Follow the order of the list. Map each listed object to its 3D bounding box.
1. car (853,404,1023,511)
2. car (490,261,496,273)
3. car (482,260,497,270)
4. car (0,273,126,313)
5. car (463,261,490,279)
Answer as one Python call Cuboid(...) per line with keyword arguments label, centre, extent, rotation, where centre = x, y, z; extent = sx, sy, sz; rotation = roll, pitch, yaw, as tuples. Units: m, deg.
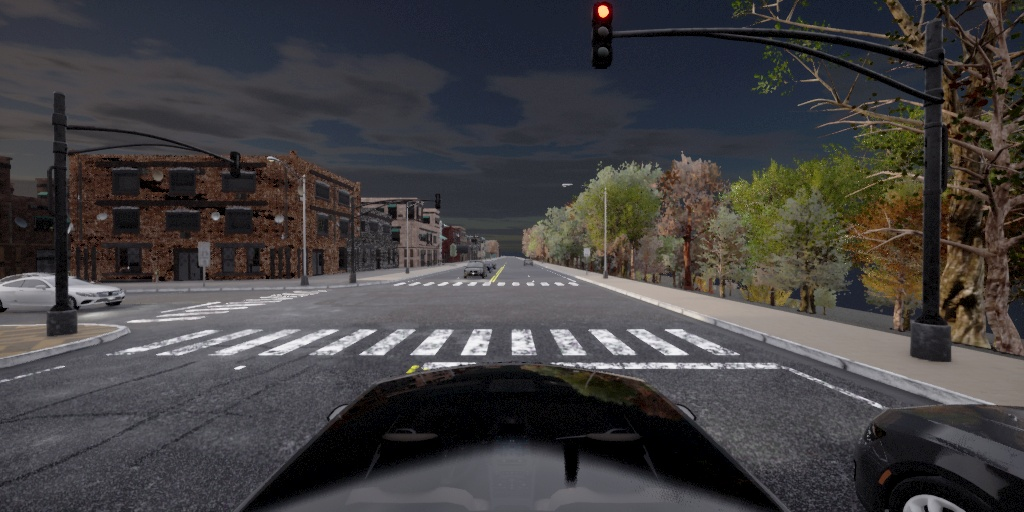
Cuboid(label="car", centre=(3.348, 1.255, 0.518), extent=(1.837, 1.490, 4.892), rotation=(0, 0, 0))
Cuboid(label="car", centre=(-3.325, 1.346, 42.992), extent=(1.895, 1.301, 4.718), rotation=(0, 0, 0))
Cuboid(label="car", centre=(-3.327, 1.346, 53.089), extent=(1.895, 1.301, 4.718), rotation=(0, 0, 0))
Cuboid(label="car", centre=(-19.504, 1.569, 15.305), extent=(4.674, 1.442, 1.812), rotation=(-1, 1, -1))
Cuboid(label="car", centre=(-3.316, 1.251, 33.070), extent=(1.837, 1.490, 4.892), rotation=(0, 0, 0))
